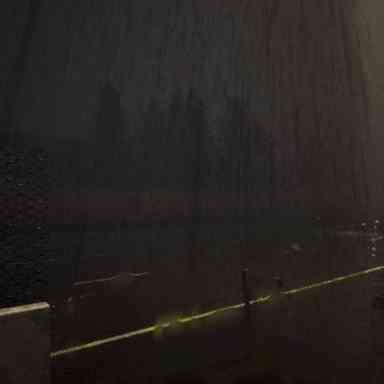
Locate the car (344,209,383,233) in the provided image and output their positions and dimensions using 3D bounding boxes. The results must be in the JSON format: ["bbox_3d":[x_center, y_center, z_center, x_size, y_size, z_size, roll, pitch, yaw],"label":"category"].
[{"bbox_3d":[12.183,1.829,21.673,4.181,1.385,1.994,1,-1,-36],"label":"car"}]

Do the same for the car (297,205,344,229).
[{"bbox_3d":[9.722,1.741,24.212,5.008,1.535,1.882,1,-1,-36],"label":"car"}]
